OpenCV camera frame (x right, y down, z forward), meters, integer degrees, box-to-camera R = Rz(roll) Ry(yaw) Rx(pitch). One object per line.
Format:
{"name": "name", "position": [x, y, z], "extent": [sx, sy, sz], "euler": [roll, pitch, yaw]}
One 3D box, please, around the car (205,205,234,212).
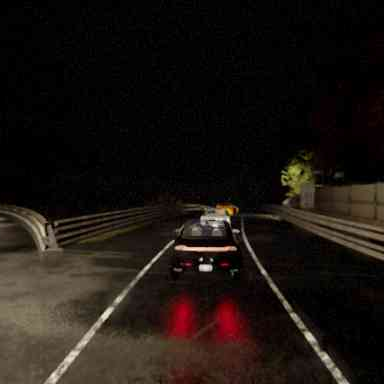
{"name": "car", "position": [1.664, 1.779, 22.343], "extent": [1.895, 1.301, 4.718], "euler": [0, 0, 7]}

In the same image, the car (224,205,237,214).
{"name": "car", "position": [6.137, 2.751, 52.433], "extent": [1.895, 1.301, 4.718], "euler": [0, -3, 8]}

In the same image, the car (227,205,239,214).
{"name": "car", "position": [7.572, 3.266, 61.663], "extent": [1.882, 1.535, 5.008], "euler": [0, -4, 10]}

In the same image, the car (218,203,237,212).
{"name": "car", "position": [3.580, 1.886, 35.864], "extent": [1.882, 1.535, 5.008], "euler": [0, -2, 8]}

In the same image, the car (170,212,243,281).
{"name": "car", "position": [0.458, 1.571, 10.132], "extent": [2.128, 1.511, 4.902], "euler": [0, -1, 3]}
